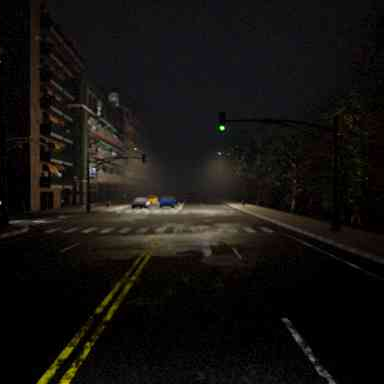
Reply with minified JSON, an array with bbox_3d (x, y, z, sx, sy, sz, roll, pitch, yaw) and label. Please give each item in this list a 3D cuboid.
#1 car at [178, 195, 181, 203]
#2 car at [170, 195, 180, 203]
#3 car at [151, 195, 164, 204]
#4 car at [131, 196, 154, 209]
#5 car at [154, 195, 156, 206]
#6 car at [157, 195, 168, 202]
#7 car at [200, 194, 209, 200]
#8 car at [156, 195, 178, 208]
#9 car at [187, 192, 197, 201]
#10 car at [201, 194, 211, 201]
[{"bbox_3d":[-3.292,1.361,54.265,2.128,1.511,4.902,0,0,1],"label":"car"},{"bbox_3d":[-3.251,1.354,64.327,1.837,1.490,4.892,0,0,0],"label":"car"},{"bbox_3d":[-6.502,1.343,63.125,2.128,1.511,4.902,0,0,0],"label":"car"},{"bbox_3d":[-6.592,1.440,43.332,2.033,1.411,5.357,0,0,0],"label":"car"},{"bbox_3d":[-6.551,1.349,52.985,1.882,1.535,5.008,0,0,0],"label":"car"},{"bbox_3d":[-6.499,1.413,73.450,1.895,1.301,4.718,0,0,0],"label":"car"},{"bbox_3d":[3.251,1.281,84.953,2.033,1.411,5.357,0,0,0],"label":"car"},{"bbox_3d":[-3.339,1.367,44.784,1.882,1.535,5.008,0,0,0],"label":"car"},{"bbox_3d":[0.001,1.048,74.564,2.150,2.045,5.566,0,0,0],"label":"car"},{"bbox_3d":[3.251,1.323,74.533,1.837,1.490,4.892,0,0,0],"label":"car"}]
